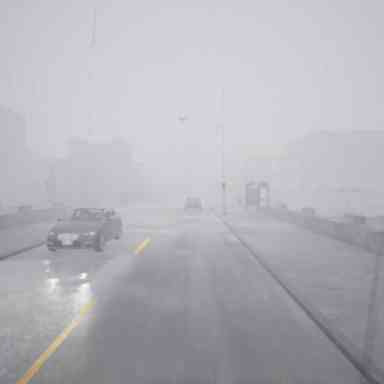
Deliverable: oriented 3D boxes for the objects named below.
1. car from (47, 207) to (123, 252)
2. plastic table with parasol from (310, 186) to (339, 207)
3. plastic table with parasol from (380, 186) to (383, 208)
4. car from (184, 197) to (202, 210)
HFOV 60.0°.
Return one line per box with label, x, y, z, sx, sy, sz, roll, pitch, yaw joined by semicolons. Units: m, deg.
car;-4.061;1.370;13.310;2.128;1.511;4.902;0;0;0
plastic table with parasol;15.926;0.557;40.050;2.482;2.480;2.482;0;1;0
plastic table with parasol;22.906;0.584;37.017;2.482;2.480;2.482;0;1;0
car;0.105;1.215;36.258;2.033;1.411;5.357;0;1;0
